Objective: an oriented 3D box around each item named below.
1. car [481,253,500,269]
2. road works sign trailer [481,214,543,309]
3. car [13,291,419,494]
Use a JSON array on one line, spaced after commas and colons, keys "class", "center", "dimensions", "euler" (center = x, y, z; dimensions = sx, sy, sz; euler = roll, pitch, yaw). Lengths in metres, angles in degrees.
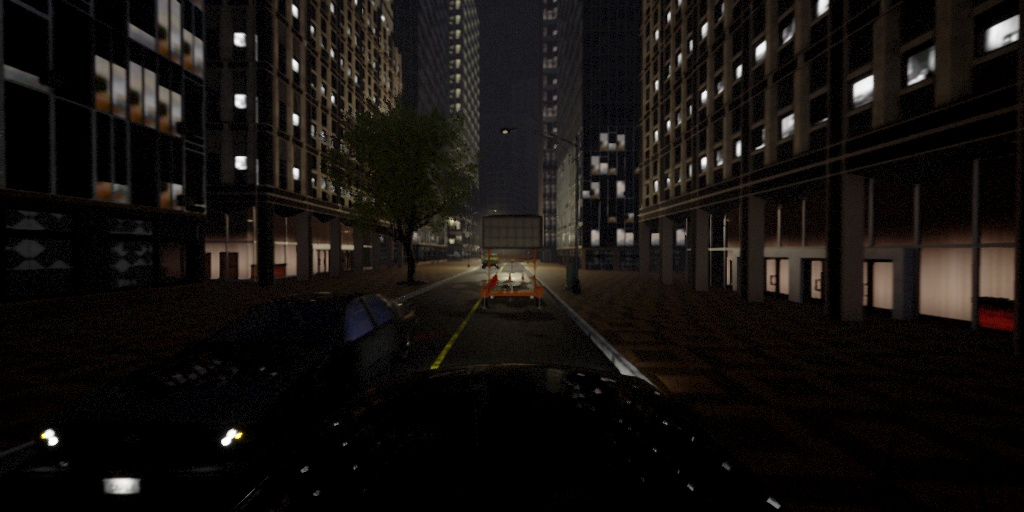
[{"class": "car", "center": [-2.816, 0.672, 47.973], "dimensions": [2.150, 2.045, 5.566], "euler": [0, 0, 0]}, {"class": "road works sign trailer", "center": [0.002, 0.121, 14.431], "dimensions": [2.380, 3.560, 2.880], "euler": [0, 0, 0]}, {"class": "car", "center": [-2.850, 1.271, 5.276], "dimensions": [2.033, 1.411, 5.357], "euler": [0, 0, 0]}]
